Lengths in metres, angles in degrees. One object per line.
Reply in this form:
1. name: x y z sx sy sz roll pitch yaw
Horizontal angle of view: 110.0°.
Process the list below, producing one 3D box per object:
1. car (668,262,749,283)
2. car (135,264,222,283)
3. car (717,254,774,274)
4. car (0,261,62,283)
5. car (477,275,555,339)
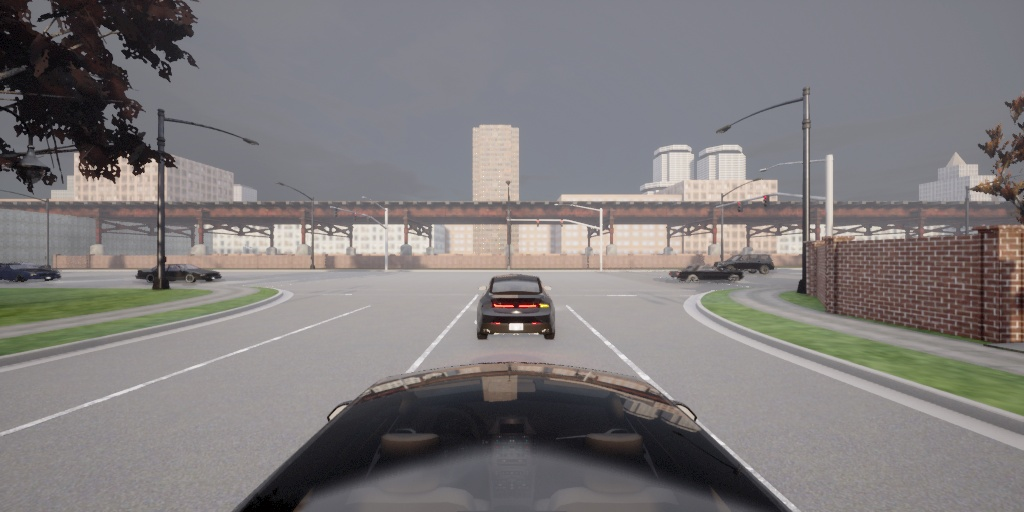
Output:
1. car: 14.159 1.297 26.195 4.718 1.301 1.895 0 0 2
2. car: -25.299 1.297 27.260 5.357 1.411 2.033 0 0 2
3. car: 23.556 0.835 36.631 5.566 2.045 2.150 -1 0 3
4. car: -38.346 1.296 27.687 5.357 1.411 2.033 0 0 2
5. car: 0.093 1.256 10.028 1.837 1.490 4.892 0 0 0
